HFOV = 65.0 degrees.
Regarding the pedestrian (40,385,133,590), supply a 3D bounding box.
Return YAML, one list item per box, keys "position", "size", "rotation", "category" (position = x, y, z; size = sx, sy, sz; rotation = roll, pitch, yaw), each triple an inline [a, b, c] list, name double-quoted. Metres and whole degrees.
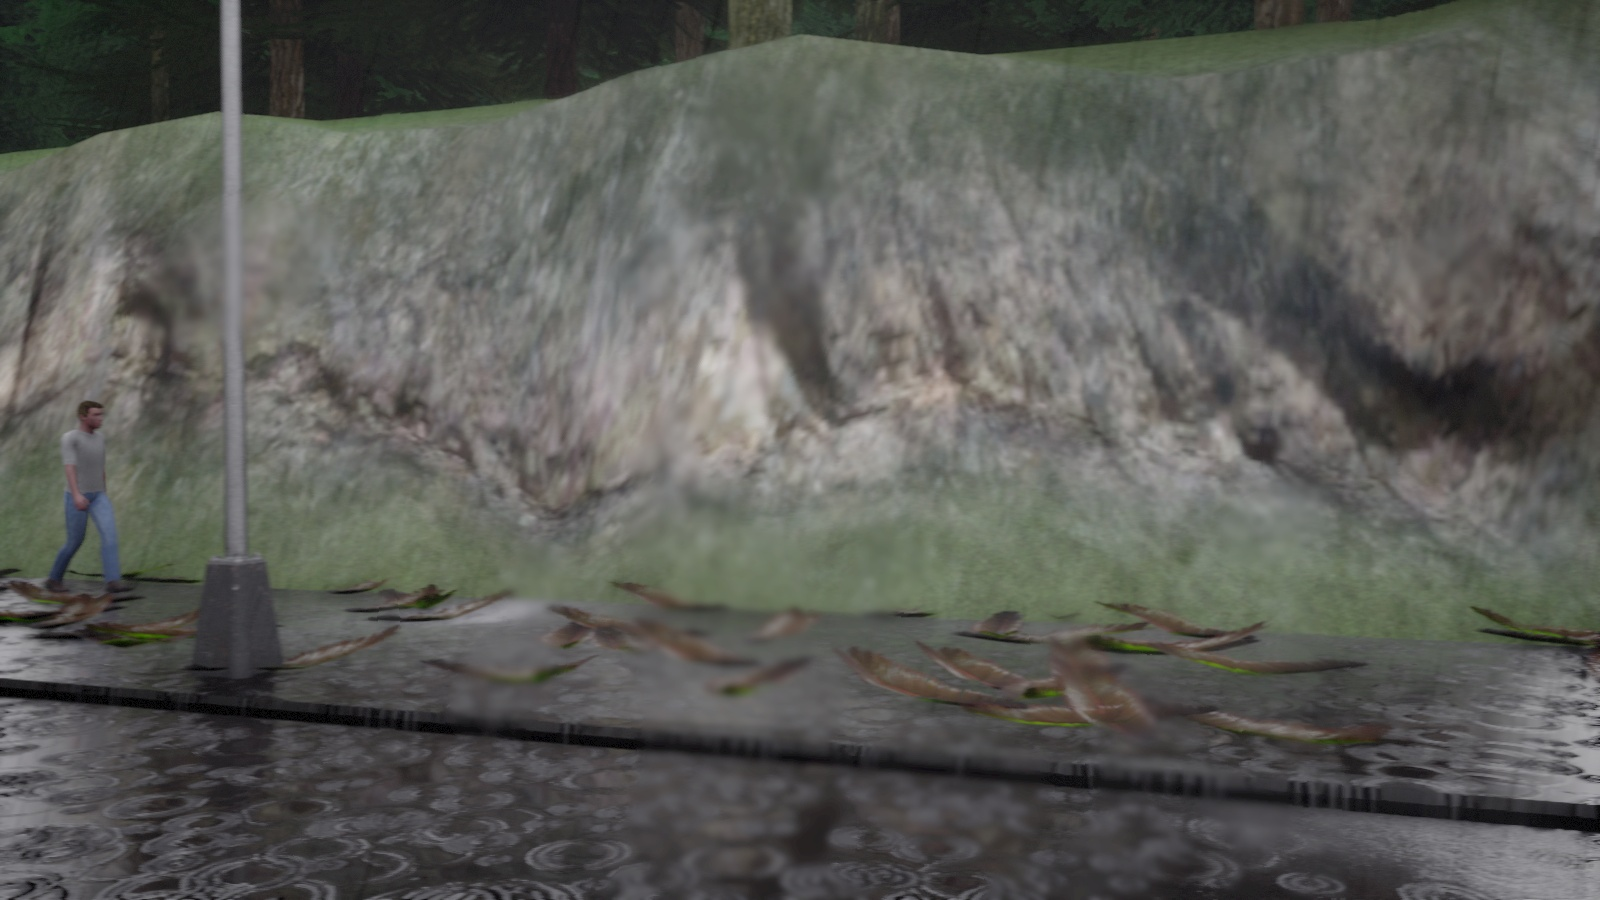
- position: [-6.541, 0.327, 11.519]
  size: [0.706, 1.836, 0.354]
  rotation: [1, 1, 18]
  category: "pedestrian"
